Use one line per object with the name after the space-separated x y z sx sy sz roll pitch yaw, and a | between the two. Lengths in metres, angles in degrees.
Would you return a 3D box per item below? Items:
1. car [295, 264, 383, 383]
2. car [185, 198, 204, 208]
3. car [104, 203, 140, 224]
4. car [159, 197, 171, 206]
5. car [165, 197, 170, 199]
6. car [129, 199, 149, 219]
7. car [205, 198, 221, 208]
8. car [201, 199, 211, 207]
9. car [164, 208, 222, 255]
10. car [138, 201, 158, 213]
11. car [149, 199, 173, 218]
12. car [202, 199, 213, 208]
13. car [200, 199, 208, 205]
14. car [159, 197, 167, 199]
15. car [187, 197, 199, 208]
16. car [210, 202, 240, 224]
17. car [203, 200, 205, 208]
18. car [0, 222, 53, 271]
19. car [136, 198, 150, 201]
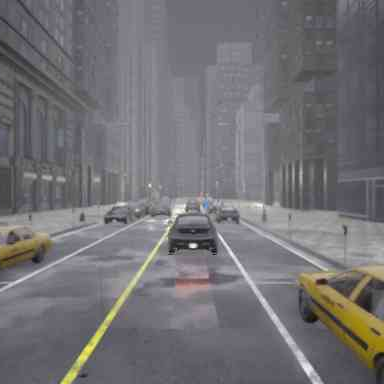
2.765 1.561 4.496 1.752 1.417 4.829 0 0 0 | car
0.134 1.862 43.857 2.128 1.511 4.902 0 0 0 | car
-5.742 1.790 26.762 1.947 1.339 4.313 0 0 0 | car
-5.707 1.942 71.638 2.192 1.841 5.009 0 -1 0 | car
-5.711 1.887 66.029 2.192 1.841 5.009 0 -1 0 | car
-5.738 1.712 32.373 1.967 1.590 4.097 0 0 0 | car
2.792 1.760 37.980 1.967 1.590 4.097 0 0 0 | car
2.814 2.100 66.193 1.752 1.417 4.829 0 -1 0 | car
0.032 1.619 13.856 1.837 1.490 4.892 0 0 0 | car
-5.728 1.919 43.590 2.008 1.369 4.403 0 0 0 | car
-2.974 1.785 33.875 1.837 1.490 4.892 0 0 0 | car
2.810 2.064 60.413 1.887 1.381 4.507 0 -1 0 | car
2.823 2.265 77.239 1.802 1.307 4.206 0 -1 0 | car
-5.720 2.018 54.808 2.008 1.369 4.403 0 -1 0 | car
0.148 1.875 60.843 2.097 1.767 4.553 0 -1 0 | car
2.783 1.775 26.761 2.008 1.369 4.403 0 0 0 | car
2.797 1.950 43.587 1.802 1.307 4.206 0 0 0 | car
-5.756 1.605 9.765 1.752 1.417 4.829 0 0 0 | car
-5.733 1.634 37.983 2.192 1.841 5.009 0 0 0 | car
